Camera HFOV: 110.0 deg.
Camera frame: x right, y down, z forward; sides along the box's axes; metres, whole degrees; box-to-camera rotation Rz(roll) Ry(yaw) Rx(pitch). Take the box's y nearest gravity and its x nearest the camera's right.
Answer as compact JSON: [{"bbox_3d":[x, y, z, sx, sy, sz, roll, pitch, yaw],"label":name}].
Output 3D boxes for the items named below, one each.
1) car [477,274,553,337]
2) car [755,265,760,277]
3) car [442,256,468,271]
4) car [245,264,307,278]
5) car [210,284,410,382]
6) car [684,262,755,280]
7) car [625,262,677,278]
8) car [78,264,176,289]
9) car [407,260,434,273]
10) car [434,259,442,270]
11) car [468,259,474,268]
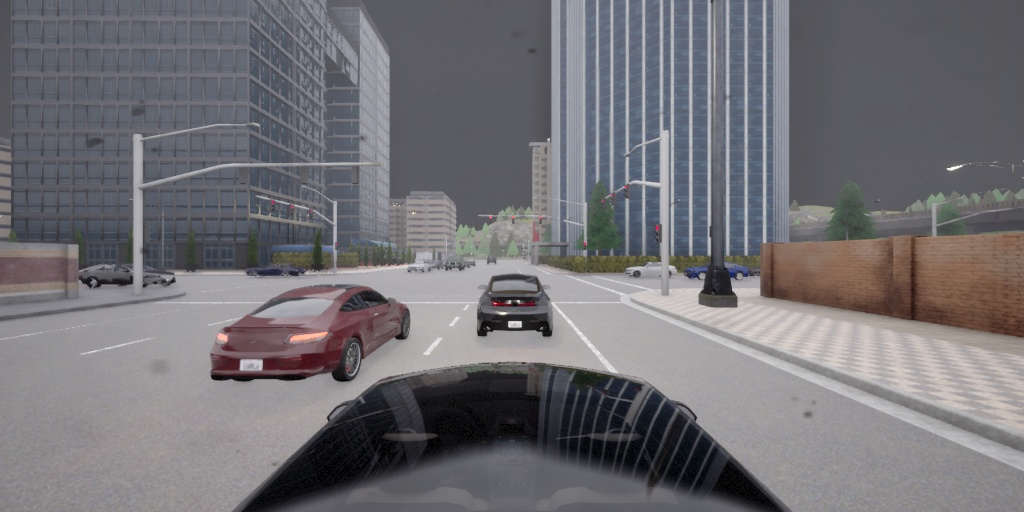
[{"bbox_3d":[0.068,1.258,10.304,1.837,1.490,4.892,0,0,0],"label":"car"},{"bbox_3d":[24.755,1.311,33.904,5.357,1.411,2.033,0,0,0],"label":"car"},{"bbox_3d":[-7.877,0.992,49.997,2.150,2.045,5.566,0,0,-1],"label":"car"},{"bbox_3d":[-22.029,1.364,33.499,4.718,1.301,1.895,0,0,-1],"label":"car"},{"bbox_3d":[-3.435,1.278,7.040,1.812,1.442,4.674,0,0,0],"label":"car"},{"bbox_3d":[17.222,1.239,30.342,5.008,1.535,1.882,0,0,0],"label":"car"},{"bbox_3d":[13.041,1.289,33.788,4.674,1.442,1.812,0,0,1],"label":"car"},{"bbox_3d":[-24.220,1.250,22.754,4.902,1.511,2.128,0,0,0],"label":"car"},{"bbox_3d":[-11.400,1.293,44.081,1.812,1.442,4.674,0,0,2],"label":"car"},{"bbox_3d":[-11.438,1.263,53.534,2.128,1.511,4.902,0,0,-1],"label":"car"},{"bbox_3d":[-8.016,1.338,59.991,1.994,1.385,4.181,0,0,0],"label":"car"}]
